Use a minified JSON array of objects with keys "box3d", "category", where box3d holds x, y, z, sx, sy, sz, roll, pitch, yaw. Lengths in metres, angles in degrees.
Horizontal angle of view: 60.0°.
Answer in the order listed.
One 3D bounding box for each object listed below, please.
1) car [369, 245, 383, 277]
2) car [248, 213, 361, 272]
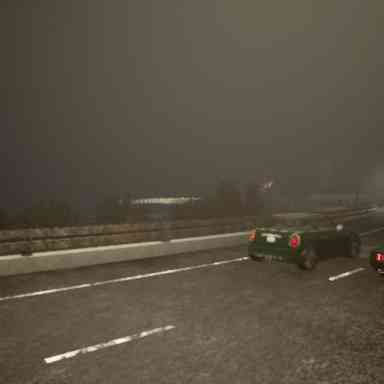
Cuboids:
[{"box3d":[6.981,1.737,9.567,4.718,1.301,1.895,1,-1,-41],"category":"car"},{"box3d":[4.082,1.515,11.747,4.553,1.767,2.097,1,-1,-40],"category":"car"}]
